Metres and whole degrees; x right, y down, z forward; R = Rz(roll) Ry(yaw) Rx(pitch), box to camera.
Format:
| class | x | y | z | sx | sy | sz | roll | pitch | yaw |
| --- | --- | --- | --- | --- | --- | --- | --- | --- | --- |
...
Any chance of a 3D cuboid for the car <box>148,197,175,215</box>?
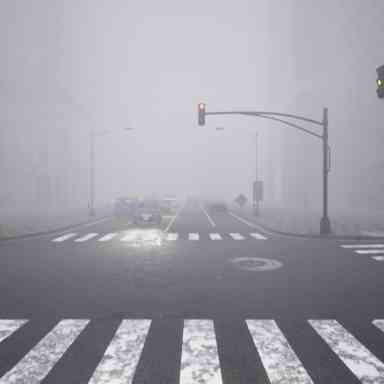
| class | x | y | z | sx | sy | sz | roll | pitch | yaw |
| --- | --- | --- | --- | --- | --- | --- | --- | --- | --- |
| car | -3.114 | 1.527 | 34.473 | 1.812 | 1.442 | 4.674 | 0 | 0 | 0 |

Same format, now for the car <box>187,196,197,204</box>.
| class | x | y | z | sx | sy | sz | roll | pitch | yaw |
| --- | --- | --- | --- | --- | --- | --- | --- | --- | --- |
| car | -0.043 | 1.543 | 65.144 | 1.812 | 1.442 | 4.674 | 0 | 0 | 0 |

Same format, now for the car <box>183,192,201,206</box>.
| class | x | y | z | sx | sy | sz | roll | pitch | yaw |
| --- | --- | --- | --- | --- | --- | --- | --- | --- | --- |
| car | 0.023 | 1.364 | 55.466 | 2.097 | 1.767 | 4.553 | 0 | 0 | 0 |

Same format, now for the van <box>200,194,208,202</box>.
| class | x | y | z | sx | sy | sz | roll | pitch | yaw |
| --- | --- | --- | --- | --- | --- | --- | --- | --- | --- |
| van | 2.719 | 1.364 | 74.110 | 1.690 | 1.788 | 3.998 | 0 | 0 | 0 |

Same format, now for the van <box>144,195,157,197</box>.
| class | x | y | z | sx | sy | sz | roll | pitch | yaw |
| --- | --- | --- | --- | --- | --- | --- | --- | --- | --- |
| van | -5.808 | 1.348 | 46.494 | 1.690 | 1.788 | 3.998 | 0 | 0 | 0 |

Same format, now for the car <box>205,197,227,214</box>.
| class | x | y | z | sx | sy | sz | roll | pitch | yaw |
| --- | --- | --- | --- | --- | --- | --- | --- | --- | --- |
| car | 2.754 | 1.546 | 35.432 | 1.887 | 1.381 | 4.507 | 0 | 0 | 0 |

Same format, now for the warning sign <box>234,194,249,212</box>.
| class | x | y | z | sx | sy | sz | roll | pitch | yaw |
| --- | --- | --- | --- | --- | --- | --- | --- | --- | --- |
| warning sign | 5.049 | 1.116 | 34.048 | 1.300 | 1.860 | 1.060 | 0 | 0 | 0 |

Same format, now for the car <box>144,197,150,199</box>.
| class | x | y | z | sx | sy | sz | roll | pitch | yaw |
| --- | --- | --- | --- | --- | --- | --- | --- | --- | --- |
| car | -5.801 | 1.546 | 35.444 | 1.887 | 1.381 | 4.507 | 0 | 0 | 0 |

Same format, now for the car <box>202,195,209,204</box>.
| class | x | y | z | sx | sy | sz | roll | pitch | yaw |
| --- | --- | --- | --- | --- | --- | --- | --- | --- | --- |
| car | 2.744 | 1.552 | 46.482 | 1.887 | 1.381 | 4.507 | 0 | 0 | 0 |

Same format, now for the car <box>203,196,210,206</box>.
| class | x | y | z | sx | sy | sz | roll | pitch | yaw |
| --- | --- | --- | --- | --- | --- | --- | --- | --- | --- |
| car | 2.749 | 1.549 | 40.957 | 1.887 | 1.381 | 4.507 | 0 | 0 | 0 |

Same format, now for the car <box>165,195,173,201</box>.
| class | x | y | z | sx | sy | sz | roll | pitch | yaw |
| --- | --- | --- | --- | --- | --- | --- | --- | --- | --- |
| car | -5.826 | 1.554 | 84.999 | 1.752 | 1.417 | 4.829 | 0 | 0 | 0 |

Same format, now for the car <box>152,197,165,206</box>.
| class | x | y | z | sx | sy | sz | roll | pitch | yaw |
| --- | --- | --- | --- | --- | --- | --- | --- | --- | --- |
| car | -5.812 | 1.595 | 57.544 | 1.802 | 1.307 | 4.206 | 0 | 0 | 0 |

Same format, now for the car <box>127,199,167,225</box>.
| class | x | y | z | sx | sy | sz | roll | pitch | yaw |
| --- | --- | --- | --- | --- | --- | --- | --- | --- | --- |
| car | -3.163 | 1.490 | 24.452 | 2.128 | 1.511 | 4.902 | 0 | 0 | -3 |

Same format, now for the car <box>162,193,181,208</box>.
| class | x | y | z | sx | sy | sz | roll | pitch | yaw |
| --- | --- | --- | --- | --- | --- | --- | --- | --- | --- |
| car | -3.114 | 1.231 | 47.617 | 2.150 | 2.045 | 5.566 | 0 | 0 | 0 |

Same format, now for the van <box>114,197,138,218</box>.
| class | x | y | z | sx | sy | sz | roll | pitch | yaw |
| --- | --- | --- | --- | --- | --- | --- | --- | --- | --- |
| van | -5.799 | 1.341 | 29.919 | 1.690 | 1.788 | 3.998 | 0 | 0 | 0 |

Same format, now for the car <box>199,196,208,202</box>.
| class | x | y | z | sx | sy | sz | roll | pitch | yaw |
| --- | --- | --- | --- | --- | --- | --- | --- | --- | --- |
| car | 2.715 | 1.576 | 79.635 | 2.008 | 1.369 | 4.403 | 0 | 0 | 0 |

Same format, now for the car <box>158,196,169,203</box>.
| class | x | y | z | sx | sy | sz | roll | pitch | yaw |
| --- | --- | --- | --- | --- | --- | --- | --- | --- | --- |
| car | -5.818 | 1.570 | 68.594 | 2.008 | 1.369 | 4.403 | 0 | 0 | 0 |

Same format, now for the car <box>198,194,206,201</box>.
| class | x | y | z | sx | sy | sz | roll | pitch | yaw |
| --- | --- | --- | --- | --- | --- | --- | --- | --- | --- |
| car | 2.704 | 1.472 | 90.686 | 1.967 | 1.590 | 4.097 | 0 | 0 | 0 |

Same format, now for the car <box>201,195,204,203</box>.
| class | x | y | z | sx | sy | sz | roll | pitch | yaw |
| --- | --- | --- | --- | --- | --- | --- | --- | --- | --- |
| car | 2.739 | 1.535 | 52.178 | 1.752 | 1.417 | 4.829 | 0 | 0 | 0 |
